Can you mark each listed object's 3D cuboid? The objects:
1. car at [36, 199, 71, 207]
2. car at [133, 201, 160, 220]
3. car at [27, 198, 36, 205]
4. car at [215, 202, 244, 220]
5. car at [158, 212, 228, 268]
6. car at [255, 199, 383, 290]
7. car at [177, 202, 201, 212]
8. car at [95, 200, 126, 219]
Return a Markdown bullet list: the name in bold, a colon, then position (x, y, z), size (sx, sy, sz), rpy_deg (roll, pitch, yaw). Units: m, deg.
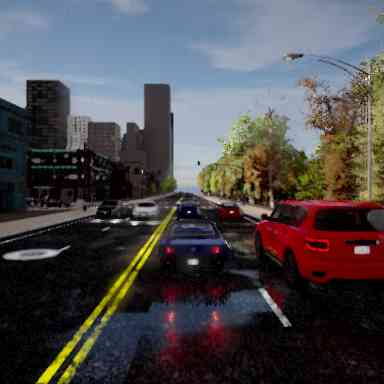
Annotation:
- **car**: position (-20.710, 1.708, 50.644), size (4.313, 1.339, 1.947), rpy_deg (-1, 1, -1)
- **car**: position (-3.707, 1.465, 27.503), size (1.812, 1.442, 4.674), rpy_deg (0, 0, -1)
- **car**: position (-29.185, 1.687, 59.015), size (4.403, 1.369, 2.008), rpy_deg (-1, 1, -1)
- **car**: position (2.989, 1.503, 27.360), size (1.994, 1.385, 4.181), rpy_deg (0, 0, -1)
- **car**: position (-0.001, 1.576, 11.111), size (1.895, 1.301, 4.718), rpy_deg (0, 0, -1)
- **car**: position (3.278, 1.203, 9.162), size (2.150, 2.045, 5.566), rpy_deg (0, 0, -1)
- **car**: position (-0.262, 1.503, 27.394), size (1.994, 1.385, 4.181), rpy_deg (0, 0, -1)
- **car**: position (-6.978, 1.443, 28.930), size (1.837, 1.490, 4.892), rpy_deg (0, 0, -1)
